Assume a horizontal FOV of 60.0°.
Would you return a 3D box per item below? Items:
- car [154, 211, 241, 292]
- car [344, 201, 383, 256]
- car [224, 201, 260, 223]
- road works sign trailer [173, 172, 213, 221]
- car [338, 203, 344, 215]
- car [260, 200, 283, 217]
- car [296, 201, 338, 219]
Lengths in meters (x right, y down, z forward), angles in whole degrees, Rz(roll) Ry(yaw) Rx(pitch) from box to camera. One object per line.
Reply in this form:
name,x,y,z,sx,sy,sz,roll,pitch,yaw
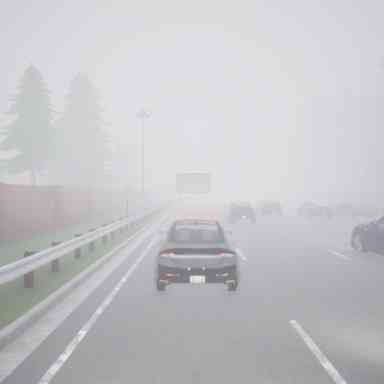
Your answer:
car,0.107,1.488,8.924,2.128,1.511,4.902,0,0,0
car,7.107,1.347,10.775,2.097,1.767,4.553,0,0,0
car,3.619,1.492,25.420,1.837,1.490,4.892,0,0,0
road works sign trailer,0.074,0.454,22.837,2.380,3.560,2.880,0,0,0
car,14.123,1.534,29.158,2.033,1.411,5.357,0,0,0
car,7.122,1.491,31.246,1.837,1.490,4.892,0,0,0
car,10.615,1.512,29.026,1.812,1.442,4.674,0,0,0
